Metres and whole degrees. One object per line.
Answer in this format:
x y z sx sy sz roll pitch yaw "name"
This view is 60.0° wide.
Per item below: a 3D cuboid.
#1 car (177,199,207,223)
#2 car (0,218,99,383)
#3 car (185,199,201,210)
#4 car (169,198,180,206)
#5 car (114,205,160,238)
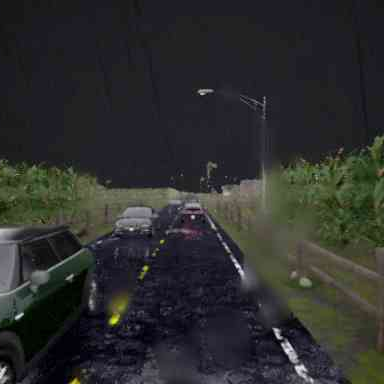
0.094 1.507 25.715 1.837 1.490 4.892 0 0 1 "car"
-2.843 1.349 4.505 2.097 1.767 4.553 0 0 0 "car"
0.131 1.581 43.258 1.994 1.385 4.181 0 0 0 "car"
-2.744 1.630 54.210 1.895 1.301 4.718 0 0 1 "car"
-2.806 1.502 17.859 1.837 1.490 4.892 0 0 0 "car"
